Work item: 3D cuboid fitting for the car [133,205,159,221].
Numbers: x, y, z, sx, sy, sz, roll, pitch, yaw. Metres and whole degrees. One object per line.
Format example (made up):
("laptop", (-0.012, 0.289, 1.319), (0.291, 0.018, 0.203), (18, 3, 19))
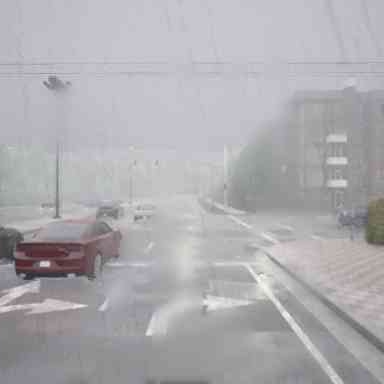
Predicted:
("car", (-3.894, 1.793, 29.002), (1.895, 1.301, 4.718), (0, 0, -2))

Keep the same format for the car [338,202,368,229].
("car", (12.265, 1.501, 22.071), (4.553, 1.767, 2.097), (0, 0, 0))

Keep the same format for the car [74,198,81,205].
("car", (-23.265, 2.005, 70.770), (2.033, 1.411, 5.357), (0, 0, 0))

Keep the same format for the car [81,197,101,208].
("car", (-16.300, 1.717, 55.382), (2.097, 1.767, 4.553), (0, 0, 0))

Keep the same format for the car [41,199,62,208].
("car", (-23.290, 1.842, 55.392), (1.882, 1.535, 5.008), (0, 0, 0))

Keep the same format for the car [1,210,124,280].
("car", (-3.434, 1.546, 10.225), (1.882, 1.535, 5.008), (0, 0, 0))

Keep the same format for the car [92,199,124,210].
("car", (-7.472, 1.707, 30.668), (1.837, 1.490, 4.892), (0, 0, -2))
